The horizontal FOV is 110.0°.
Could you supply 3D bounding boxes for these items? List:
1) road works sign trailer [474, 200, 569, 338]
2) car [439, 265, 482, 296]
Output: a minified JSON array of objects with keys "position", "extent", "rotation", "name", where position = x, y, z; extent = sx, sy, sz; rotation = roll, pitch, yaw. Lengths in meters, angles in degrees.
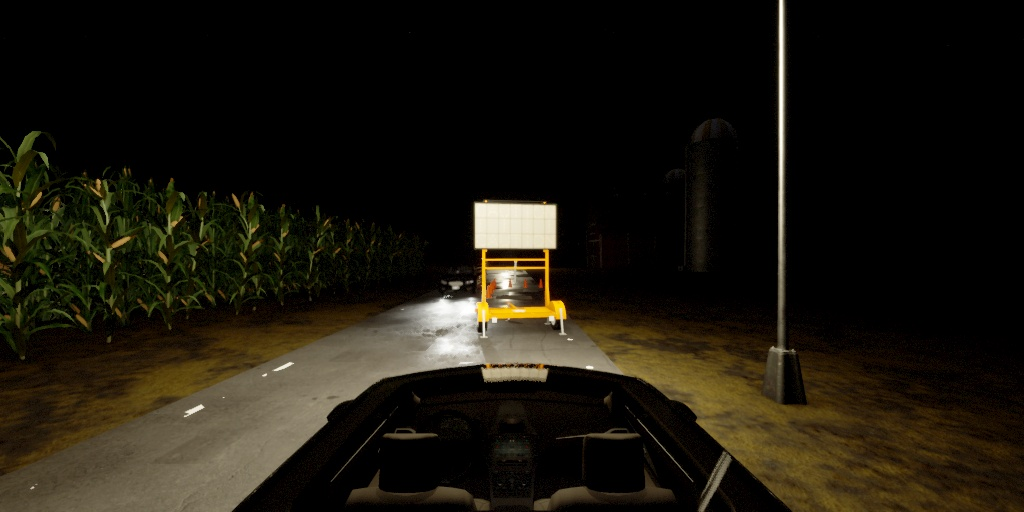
[{"position":[0.079,0.219,10.310],"extent":[2.380,3.560,2.880],"rotation":[0,0,-9],"name":"road works sign trailer"},{"position":[-2.705,1.266,19.684],"extent":[2.128,1.511,4.902],"rotation":[0,0,0],"name":"car"}]
